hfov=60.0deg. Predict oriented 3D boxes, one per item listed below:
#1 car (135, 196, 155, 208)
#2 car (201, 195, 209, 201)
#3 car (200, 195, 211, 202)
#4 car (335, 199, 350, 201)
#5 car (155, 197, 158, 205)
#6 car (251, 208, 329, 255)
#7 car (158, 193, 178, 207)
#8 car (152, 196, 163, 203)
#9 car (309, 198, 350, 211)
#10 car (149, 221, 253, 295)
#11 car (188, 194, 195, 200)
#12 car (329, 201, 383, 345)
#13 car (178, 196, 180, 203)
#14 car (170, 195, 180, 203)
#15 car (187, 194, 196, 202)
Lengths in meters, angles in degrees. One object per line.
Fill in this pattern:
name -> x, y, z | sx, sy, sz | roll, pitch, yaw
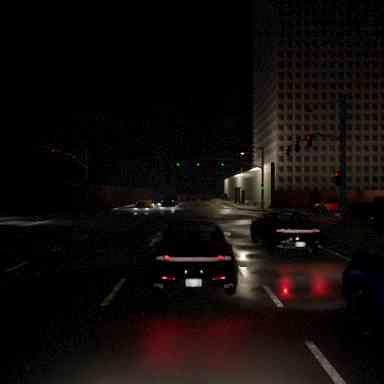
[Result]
car -> -7.151, 1.483, 49.243 | 1.882, 1.535, 5.008 | 0, 0, 0
car -> 3.391, 1.509, 89.092 | 1.837, 1.490, 4.892 | 0, 0, 0
car -> 3.404, 1.532, 78.786 | 1.812, 1.442, 4.674 | 0, 0, 0
car -> 15.251, 1.563, 28.526 | 4.892, 1.490, 1.837 | 0, 0, 0
car -> -7.151, 1.484, 58.565 | 1.882, 1.535, 5.008 | 0, 0, 0
car -> 3.566, 1.494, 13.316 | 2.128, 1.511, 4.902 | 0, 0, 0
car -> -3.649, 1.357, 51.358 | 2.097, 1.767, 4.553 | 0, 0, 0
car -> -7.084, 1.608, 68.728 | 1.895, 1.301, 4.718 | 0, 0, 0
car -> 14.990, 1.411, 35.724 | 4.553, 1.767, 2.097 | 0, 0, 0
car -> 0.048, 1.493, 8.698 | 2.128, 1.511, 4.902 | 0, 0, 0
car -> -0.109, 1.337, 88.992 | 1.837, 1.490, 4.892 | 0, 0, 0
car -> 3.596, 1.222, 3.240 | 2.150, 2.045, 5.566 | 0, 0, 0
car -> -3.636, 1.228, 60.947 | 2.150, 2.045, 5.566 | 0, 0, 0
car -> -3.587, 1.485, 71.095 | 1.882, 1.535, 5.008 | 0, 0, 0
car -> -0.096, 1.355, 78.740 | 2.097, 1.767, 4.553 | 0, 0, 0
